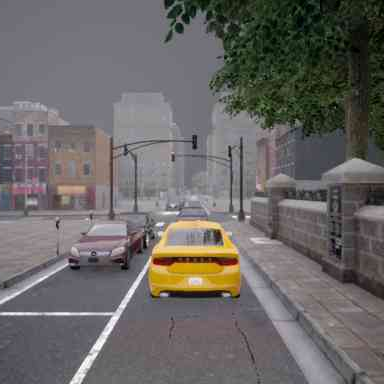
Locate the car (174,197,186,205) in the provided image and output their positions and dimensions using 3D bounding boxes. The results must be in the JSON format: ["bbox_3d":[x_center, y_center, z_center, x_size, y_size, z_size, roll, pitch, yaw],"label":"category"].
[{"bbox_3d":[-2.201,1.586,61.624,1.895,1.301,4.718,0,0,0],"label":"car"}]

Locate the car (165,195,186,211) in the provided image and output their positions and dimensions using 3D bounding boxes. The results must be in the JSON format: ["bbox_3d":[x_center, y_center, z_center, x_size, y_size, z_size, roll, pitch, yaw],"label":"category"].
[{"bbox_3d":[-2.239,1.482,41.628,2.128,1.511,4.902,0,0,0],"label":"car"}]

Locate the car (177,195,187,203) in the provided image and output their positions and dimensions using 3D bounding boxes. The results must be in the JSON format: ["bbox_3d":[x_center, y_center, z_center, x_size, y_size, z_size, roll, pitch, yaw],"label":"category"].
[{"bbox_3d":[-2.132,1.480,71.825,1.837,1.490,4.892,0,0,0],"label":"car"}]

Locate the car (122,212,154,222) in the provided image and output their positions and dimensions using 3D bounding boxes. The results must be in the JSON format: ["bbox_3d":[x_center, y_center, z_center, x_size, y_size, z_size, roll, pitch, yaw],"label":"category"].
[{"bbox_3d":[-2.621,1.565,14.629,1.947,1.339,4.313,0,0,0],"label":"car"}]

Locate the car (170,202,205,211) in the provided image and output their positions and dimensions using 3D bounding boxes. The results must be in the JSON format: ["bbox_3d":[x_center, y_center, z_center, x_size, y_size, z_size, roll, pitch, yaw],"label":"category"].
[{"bbox_3d":[0.026,1.546,19.050,2.033,1.411,5.357,0,0,0],"label":"car"}]

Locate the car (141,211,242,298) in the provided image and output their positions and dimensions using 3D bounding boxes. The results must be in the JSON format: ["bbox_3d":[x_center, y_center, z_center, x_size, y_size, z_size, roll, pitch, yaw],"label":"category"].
[{"bbox_3d":[0.076,1.477,8.561,1.882,1.535,5.008,0,0,0],"label":"car"}]

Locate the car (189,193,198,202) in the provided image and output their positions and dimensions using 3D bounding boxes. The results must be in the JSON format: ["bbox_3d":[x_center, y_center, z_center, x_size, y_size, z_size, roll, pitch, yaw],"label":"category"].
[{"bbox_3d":[0.368,1.508,66.839,1.812,1.442,4.674,0,0,0],"label":"car"}]

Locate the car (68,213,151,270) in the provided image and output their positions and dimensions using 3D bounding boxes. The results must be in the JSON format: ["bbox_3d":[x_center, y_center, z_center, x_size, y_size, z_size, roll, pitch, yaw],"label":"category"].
[{"bbox_3d":[-2.625,1.581,10.966,1.802,1.307,4.206,0,0,0],"label":"car"}]
